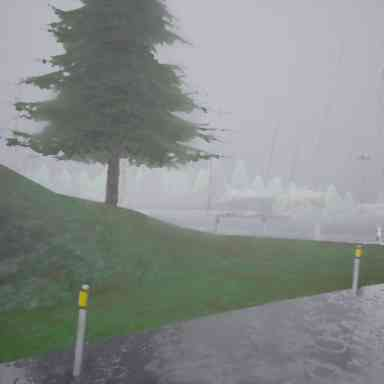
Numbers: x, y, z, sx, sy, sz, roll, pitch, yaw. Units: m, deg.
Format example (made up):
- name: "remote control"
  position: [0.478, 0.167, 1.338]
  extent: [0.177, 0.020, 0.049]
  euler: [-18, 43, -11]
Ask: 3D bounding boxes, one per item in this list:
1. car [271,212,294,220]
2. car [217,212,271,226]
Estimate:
- name: "car"
  position: [9.118, 3.002, 37.940]
  extent: [4.902, 1.511, 2.128]
  euler: [0, -3, 26]
- name: "car"
  position: [4.687, 2.674, 32.313]
  extent: [4.902, 1.511, 2.128]
  euler: [0, -3, 26]
